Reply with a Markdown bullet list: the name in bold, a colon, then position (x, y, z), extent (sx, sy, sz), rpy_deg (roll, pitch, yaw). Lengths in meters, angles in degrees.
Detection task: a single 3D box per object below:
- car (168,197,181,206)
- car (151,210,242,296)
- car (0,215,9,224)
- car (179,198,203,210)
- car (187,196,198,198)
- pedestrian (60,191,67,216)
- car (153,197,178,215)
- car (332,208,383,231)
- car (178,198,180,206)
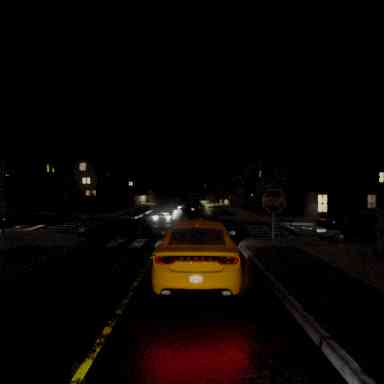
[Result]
- **car**: position (-2.845, 1.505, 54.470), extent (1.812, 1.442, 4.674), rpy_deg (0, 0, 0)
- **car**: position (0.158, 1.475, 8.693), extent (1.882, 1.535, 5.008), rpy_deg (0, 0, 2)
- **car**: position (-13.337, 1.284, 19.365), extent (4.892, 1.490, 1.837), rpy_deg (2, 1, -1)
- **car**: position (0.081, 1.556, 32.862), extent (1.994, 1.385, 4.181), rpy_deg (0, 0, 0)
- **car**: position (0.090, 1.445, 66.736), extent (1.882, 1.535, 5.008), rpy_deg (0, 0, 0)
- **pedestrian**: position (-9.686, 0.862, 25.119), extent (0.375, 1.860, 0.375), rpy_deg (0, 0, 1)
- **car**: position (-2.861, 1.539, 34.403), extent (2.033, 1.411, 5.357), rpy_deg (0, 0, 0)
- **car**: position (11.667, 1.762, 21.861), extent (4.674, 1.442, 1.812), rpy_deg (1, 1, 0)
- **car**: position (-2.851, 1.478, 44.388), extent (2.128, 1.511, 4.902), rpy_deg (0, 0, 0)
